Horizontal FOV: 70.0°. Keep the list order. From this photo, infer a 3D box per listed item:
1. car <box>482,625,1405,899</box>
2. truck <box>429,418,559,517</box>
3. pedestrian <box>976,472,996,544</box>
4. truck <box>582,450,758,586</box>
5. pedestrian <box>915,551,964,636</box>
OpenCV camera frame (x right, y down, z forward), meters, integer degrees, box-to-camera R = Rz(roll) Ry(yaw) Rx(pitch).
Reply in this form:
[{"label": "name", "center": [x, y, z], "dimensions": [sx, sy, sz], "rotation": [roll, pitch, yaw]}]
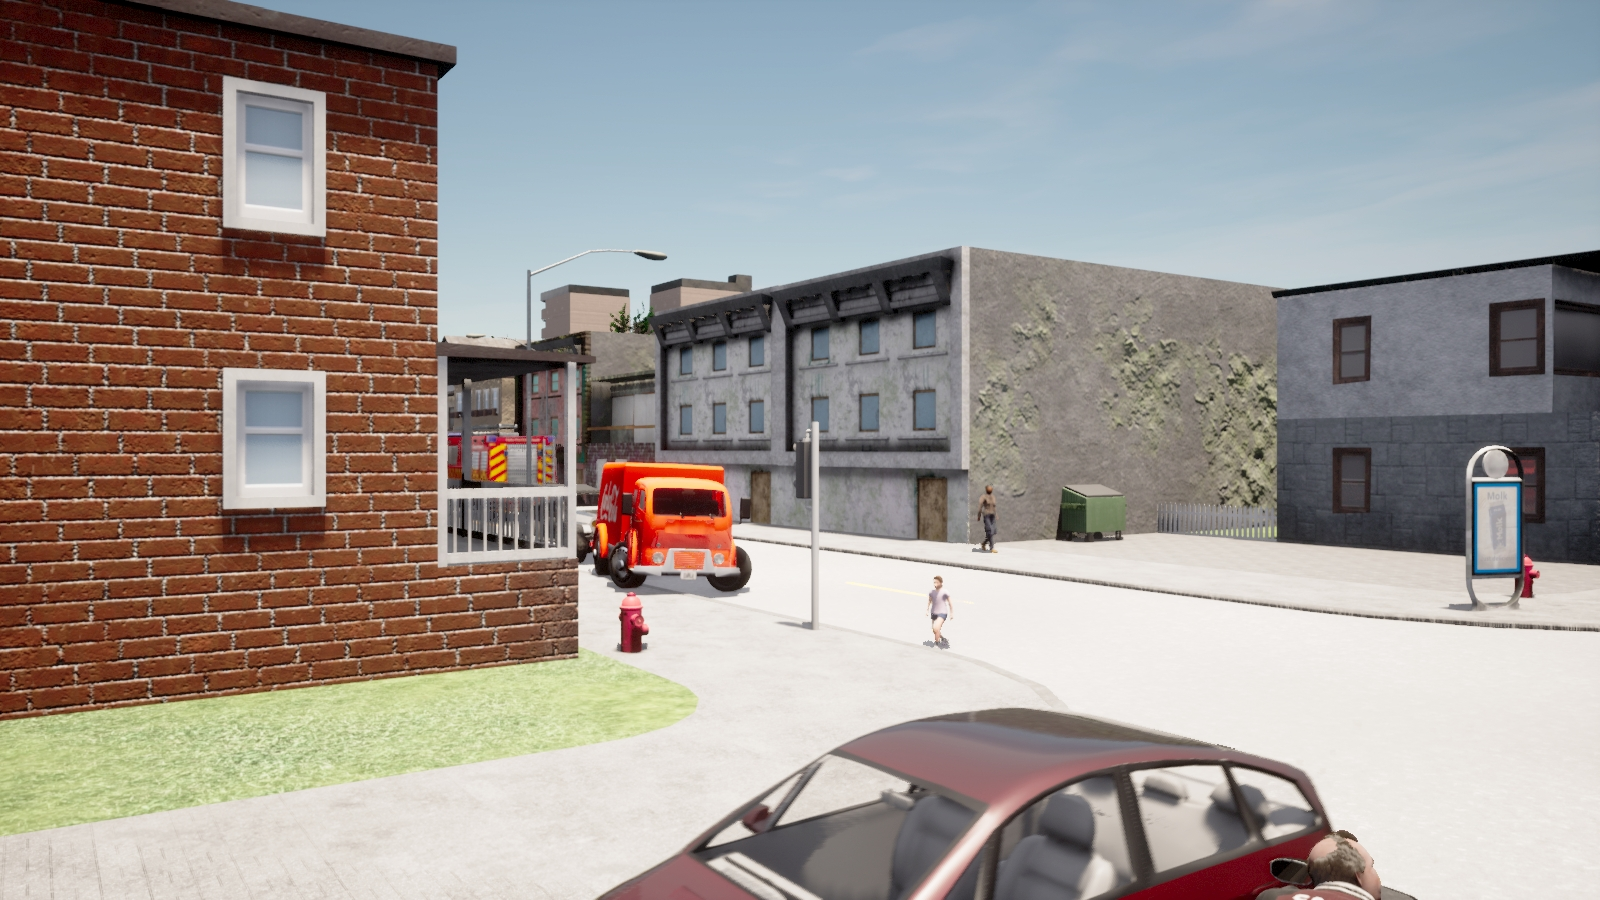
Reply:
[{"label": "car", "center": [0.741, 1.806, 4.951], "dimensions": [3.705, 1.549, 1.789], "rotation": [0, 0, -34]}, {"label": "truck", "center": [-13.182, 0.670, 48.629], "dimensions": [2.891, 3.827, 8.468], "rotation": [0, 0, -33]}, {"label": "pedestrian", "center": [4.881, 1.524, 29.943], "dimensions": [0.375, 1.860, 0.375], "rotation": [0, 0, -31]}, {"label": "truck", "center": [-2.868, 1.294, 23.855], "dimensions": [2.627, 2.467, 5.204], "rotation": [3, -1, -17]}, {"label": "pedestrian", "center": [1.964, 2.008, 16.071], "dimensions": [0.500, 1.100, 0.500], "rotation": [0, 0, 38]}]
